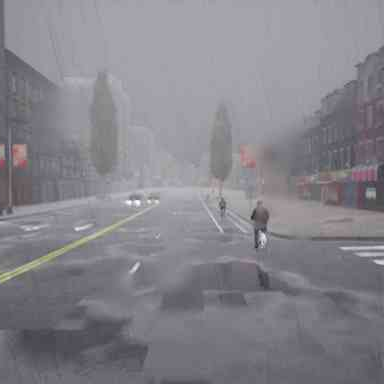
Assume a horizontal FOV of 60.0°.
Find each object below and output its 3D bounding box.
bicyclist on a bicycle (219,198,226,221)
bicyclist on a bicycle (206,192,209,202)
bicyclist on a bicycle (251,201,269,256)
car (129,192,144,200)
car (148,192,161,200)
[{"bbox_3d":[2.280,1.277,24.607,0.582,1.620,1.656,0,1,0],"label":"bicyclist on a bicycle"},{"bbox_3d":[2.306,0.758,49.217,0.866,1.612,1.509,0,1,0],"label":"bicyclist on a bicycle"},{"bbox_3d":[2.245,1.162,11.088,0.659,1.776,1.843,-1,1,0],"label":"bicyclist on a bicycle"},{"bbox_3d":[-9.682,0.720,57.911,1.895,1.301,4.718,0,1,0],"label":"car"},{"bbox_3d":[-6.432,0.666,57.936,2.033,1.411,5.357,0,1,0],"label":"car"}]
